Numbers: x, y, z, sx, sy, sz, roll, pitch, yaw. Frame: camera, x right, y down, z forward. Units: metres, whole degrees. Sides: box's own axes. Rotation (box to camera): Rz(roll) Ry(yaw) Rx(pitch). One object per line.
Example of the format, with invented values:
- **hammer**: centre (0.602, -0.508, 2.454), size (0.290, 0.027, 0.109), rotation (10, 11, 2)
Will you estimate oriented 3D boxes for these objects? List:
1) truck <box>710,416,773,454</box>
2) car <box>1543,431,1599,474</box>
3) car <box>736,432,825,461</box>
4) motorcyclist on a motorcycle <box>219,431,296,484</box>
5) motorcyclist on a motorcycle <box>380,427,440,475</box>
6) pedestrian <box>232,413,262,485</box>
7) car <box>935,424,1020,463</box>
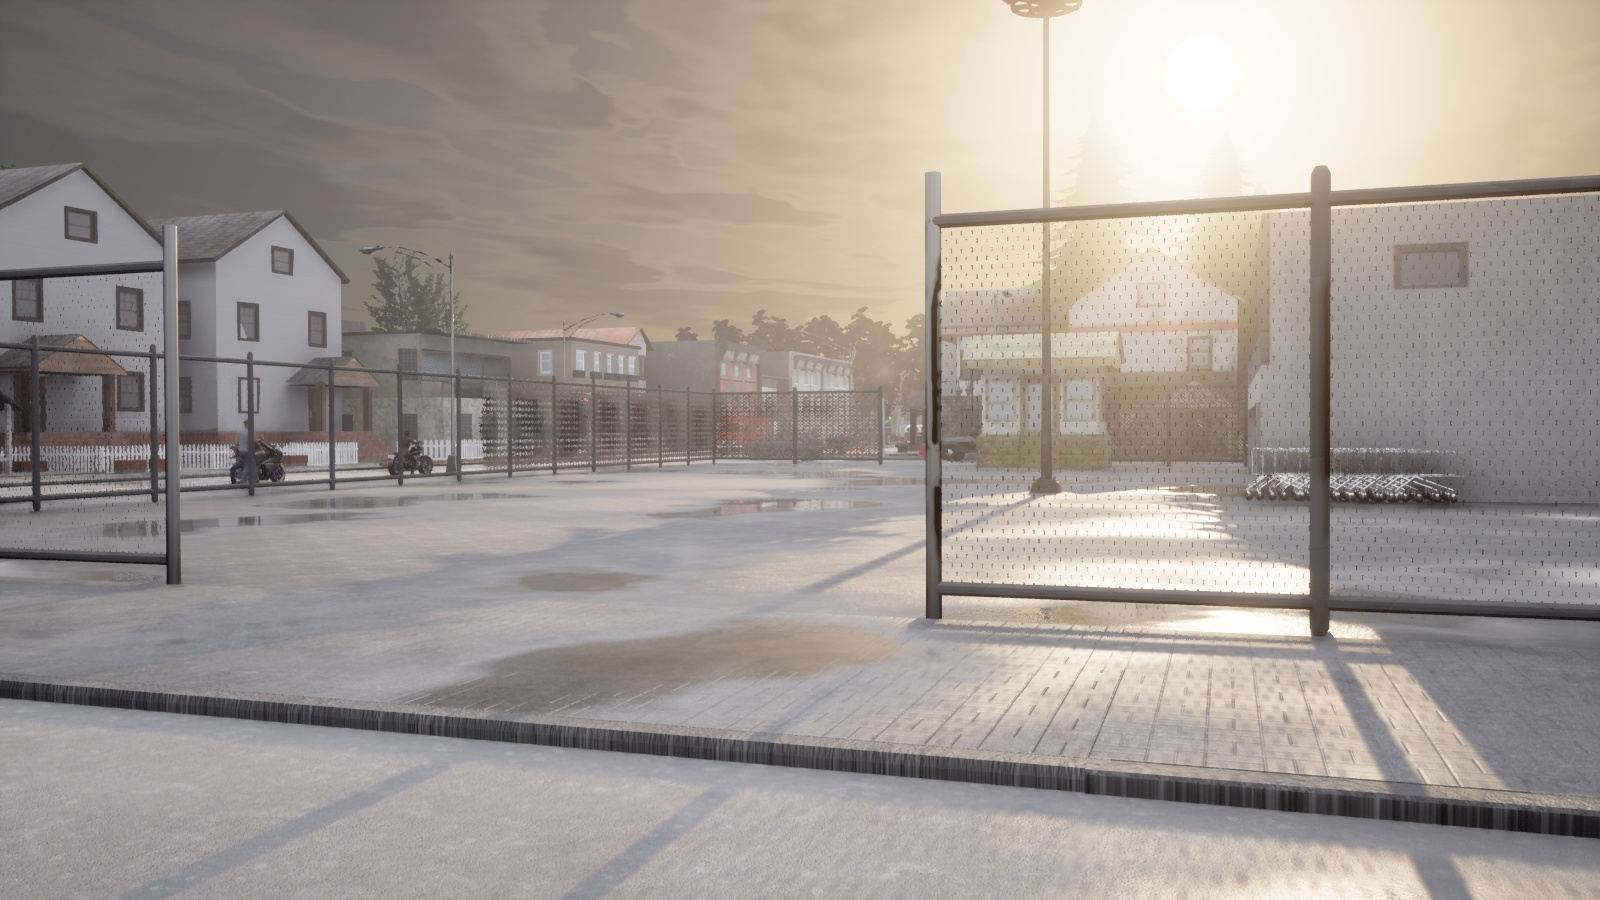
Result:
- **truck**: centre (-3.927, -1.049, 85.792), size (2.627, 2.467, 5.204), rotation (1, 1, 18)
- **car**: centre (31.767, 0.094, 48.818), size (4.856, 1.649, 2.033), rotation (1, 0, 32)
- **car**: centre (-1.006, -0.203, 64.911), size (4.193, 1.474, 1.816), rotation (1, 1, 21)
- **motorcyclist on a motorcycle**: centre (-16.126, 0.202, 37.396), size (0.866, 1.530, 2.191), rotation (1, 1, 19)
- **motorcyclist on a motorcycle**: centre (-13.768, 0.014, 44.441), size (0.766, 1.649, 2.350), rotation (1, 1, 20)
- **pedestrian**: centre (-14.316, -0.038, 32.517), size (0.354, 1.836, 0.706), rotation (0, 1, 10)
- **car**: centre (8.704, -0.330, 61.545), size (3.866, 1.878, 1.905), rotation (0, 1, 19)
